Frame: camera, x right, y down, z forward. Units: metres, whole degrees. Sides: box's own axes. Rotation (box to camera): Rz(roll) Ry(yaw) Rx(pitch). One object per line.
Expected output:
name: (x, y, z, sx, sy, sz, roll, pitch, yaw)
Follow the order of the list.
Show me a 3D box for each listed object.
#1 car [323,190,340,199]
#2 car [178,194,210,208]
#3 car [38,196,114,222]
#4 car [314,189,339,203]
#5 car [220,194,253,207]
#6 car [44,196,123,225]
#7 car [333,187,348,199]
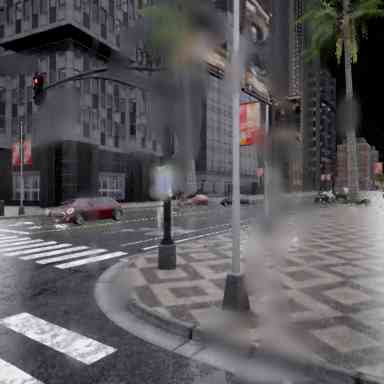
car: (25.768, 0.353, 61.321, 1.882, 1.535, 5.008, 0, 1, 36)
car: (0.315, 0.952, 36.970, 1.812, 1.442, 4.674, 0, 1, 35)
car: (-8.442, 1.179, 24.601, 2.128, 1.511, 4.902, 0, 1, 36)
car: (17.823, 0.677, 44.481, 1.837, 1.490, 4.892, 0, 1, 35)
car: (5.228, 0.912, 38.283, 2.033, 1.411, 5.357, 0, 1, 35)
car: (-6.689, 1.076, 21.467, 2.097, 1.767, 4.553, 0, 1, 35)
car: (23.683, 0.232, 52.762, 2.150, 2.045, 5.566, 0, 1, 36)
